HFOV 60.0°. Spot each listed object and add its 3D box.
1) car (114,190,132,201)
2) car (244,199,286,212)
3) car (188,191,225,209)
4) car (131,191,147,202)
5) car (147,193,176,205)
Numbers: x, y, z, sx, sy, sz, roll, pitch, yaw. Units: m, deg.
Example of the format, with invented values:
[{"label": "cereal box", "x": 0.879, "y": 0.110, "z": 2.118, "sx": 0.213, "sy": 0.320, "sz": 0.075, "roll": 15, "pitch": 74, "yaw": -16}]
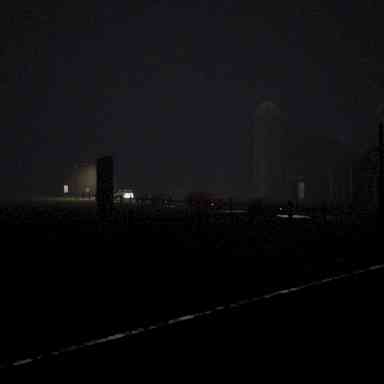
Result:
[{"label": "car", "x": -13.610, "y": 0.616, "z": 66.045, "sx": 2.150, "sy": 2.045, "sz": 5.566, "roll": -1, "pitch": 1, "yaw": -36}, {"label": "car", "x": 7.069, "y": 1.361, "z": 32.448, "sx": 1.994, "sy": 1.385, "sz": 4.181, "roll": -1, "pitch": 1, "yaw": -36}, {"label": "car", "x": 1.600, "y": 0.930, "z": 40.038, "sx": 2.150, "sy": 2.045, "sz": 5.566, "roll": -1, "pitch": 1, "yaw": -36}, {"label": "car", "x": -8.282, "y": 0.976, "z": 58.686, "sx": 2.128, "sy": 1.511, "sz": 4.902, "roll": -1, "pitch": 1, "yaw": -35}, {"label": "car", "x": -4.168, "y": 0.966, "z": 48.096, "sx": 2.097, "sy": 1.767, "sz": 4.553, "roll": -1, "pitch": 1, "yaw": -35}]
